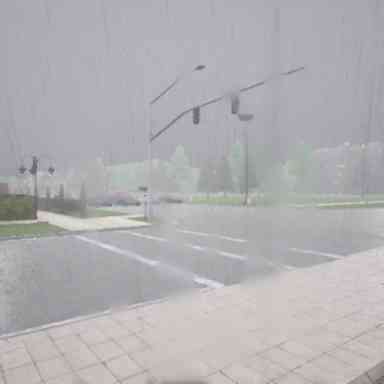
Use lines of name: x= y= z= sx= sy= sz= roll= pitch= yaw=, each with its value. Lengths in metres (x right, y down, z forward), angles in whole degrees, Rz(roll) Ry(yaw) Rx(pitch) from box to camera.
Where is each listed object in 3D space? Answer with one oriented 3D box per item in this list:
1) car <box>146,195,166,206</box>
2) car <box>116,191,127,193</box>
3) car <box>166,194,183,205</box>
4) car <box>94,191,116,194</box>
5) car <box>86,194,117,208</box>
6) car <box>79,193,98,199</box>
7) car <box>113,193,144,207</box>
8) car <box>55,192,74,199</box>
car: x=-6.061 y=1.217 z=47.056 sx=1.812 sy=1.442 sz=4.674 roll=-1 pitch=1 yaw=-36
car: x=-13.244 y=0.865 z=62.950 sx=2.150 sy=2.045 sz=5.566 roll=-1 pitch=1 yaw=-36
car: x=-3.188 y=1.121 z=49.061 sx=1.882 sy=1.535 sz=5.008 roll=-1 pitch=0 yaw=-36
car: x=-16.602 y=0.915 z=61.612 sx=2.150 sy=2.045 sz=5.566 roll=-1 pitch=1 yaw=-35
car: x=-11.886 y=1.352 z=43.166 sx=1.994 sy=1.385 sz=4.181 roll=-1 pitch=1 yaw=-36
car: x=-18.252 y=1.306 z=57.893 sx=1.994 sy=1.385 sz=4.181 roll=-1 pitch=1 yaw=-36
car: x=-8.843 y=1.287 z=44.927 sx=2.033 sy=1.411 sz=5.357 roll=-1 pitch=1 yaw=-36
car: x=-21.927 y=1.015 z=56.994 sx=2.150 sy=2.045 sz=5.566 roll=-1 pitch=0 yaw=-36
